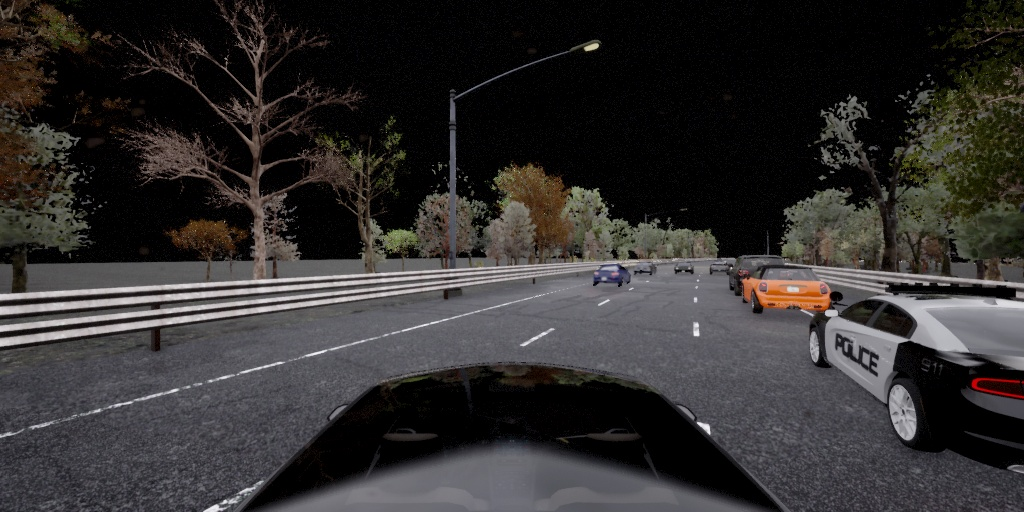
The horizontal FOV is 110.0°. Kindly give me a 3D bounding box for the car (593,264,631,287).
[{"bbox_3d":[6.897,1.280,24.622,1.812,1.442,4.674,0,0,28],"label":"car"}]

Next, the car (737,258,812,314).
[{"bbox_3d":[10.025,1.102,13.443,2.097,1.767,4.553,0,0,27],"label":"car"}]

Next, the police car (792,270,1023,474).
[{"bbox_3d":[5.640,1.175,4.751,1.930,1.638,5.238,0,0,26],"label":"police car"}]

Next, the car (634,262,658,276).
[{"bbox_3d":[14.389,1.312,38.520,2.033,1.411,5.357,0,0,29],"label":"car"}]

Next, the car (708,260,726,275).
[{"bbox_3d":[22.697,1.262,39.217,2.128,1.511,4.902,0,0,30],"label":"car"}]

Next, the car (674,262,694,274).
[{"bbox_3d":[19.560,1.370,40.611,1.895,1.301,4.718,0,0,29],"label":"car"}]

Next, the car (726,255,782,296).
[{"bbox_3d":[12.774,0.978,18.758,2.150,2.045,5.566,0,0,28],"label":"car"}]
